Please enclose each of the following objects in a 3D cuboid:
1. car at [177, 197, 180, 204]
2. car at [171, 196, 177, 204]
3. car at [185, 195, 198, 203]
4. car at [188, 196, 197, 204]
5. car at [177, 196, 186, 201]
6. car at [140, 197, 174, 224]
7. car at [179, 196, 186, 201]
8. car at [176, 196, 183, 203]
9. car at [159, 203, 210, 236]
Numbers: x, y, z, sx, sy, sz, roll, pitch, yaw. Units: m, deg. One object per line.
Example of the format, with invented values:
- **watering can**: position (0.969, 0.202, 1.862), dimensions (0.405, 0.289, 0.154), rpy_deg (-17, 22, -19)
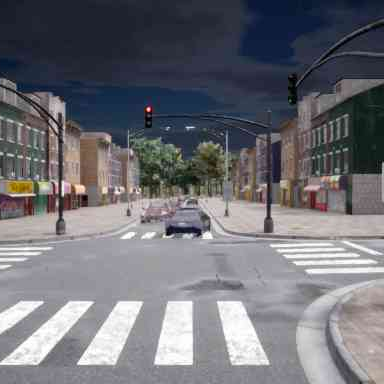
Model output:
- **car**: position (-2.636, 1.579, 35.452), dimensions (1.947, 1.339, 4.313), rpy_deg (-1, 0, 0)
- **car**: position (-2.639, 1.448, 30.018), dimensions (1.967, 1.590, 4.097), rpy_deg (-1, 0, 0)
- **car**: position (0.114, 1.569, 59.348), dimensions (1.812, 1.442, 4.674), rpy_deg (0, 0, 0)
- **car**: position (0.112, 1.535, 68.463), dimensions (1.882, 1.535, 5.008), rpy_deg (0, 0, 0)
- **car**: position (-2.623, 1.651, 84.365), dimensions (1.947, 1.339, 4.313), rpy_deg (-1, 0, 0)
- **car**: position (-2.641, 1.444, 24.583), dimensions (1.967, 1.590, 4.097), rpy_deg (-1, 0, 0)
- **car**: position (-2.621, 1.678, 89.800), dimensions (1.802, 1.307, 4.206), rpy_deg (-1, 0, 0)
- **car**: position (-2.634, 1.570, 46.322), dimensions (1.887, 1.381, 4.507), rpy_deg (-1, 0, 0)
- **car**: position (-0.157, 1.564, 18.462), dimensions (1.994, 1.385, 4.181), rpy_deg (0, 0, 10)
